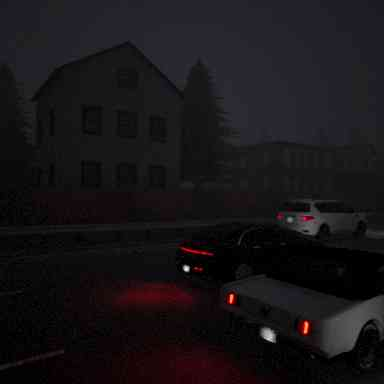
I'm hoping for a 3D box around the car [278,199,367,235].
[{"bbox_3d":[6.783,1.399,17.179,5.566,2.045,2.150,1,-1,-35],"label":"car"}]

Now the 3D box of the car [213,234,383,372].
[{"bbox_3d":[2.836,1.665,5.770,4.718,1.301,1.895,1,0,-35],"label":"car"}]

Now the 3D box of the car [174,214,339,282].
[{"bbox_3d":[1.826,1.585,9.346,4.892,1.490,1.837,0,0,-35],"label":"car"}]
